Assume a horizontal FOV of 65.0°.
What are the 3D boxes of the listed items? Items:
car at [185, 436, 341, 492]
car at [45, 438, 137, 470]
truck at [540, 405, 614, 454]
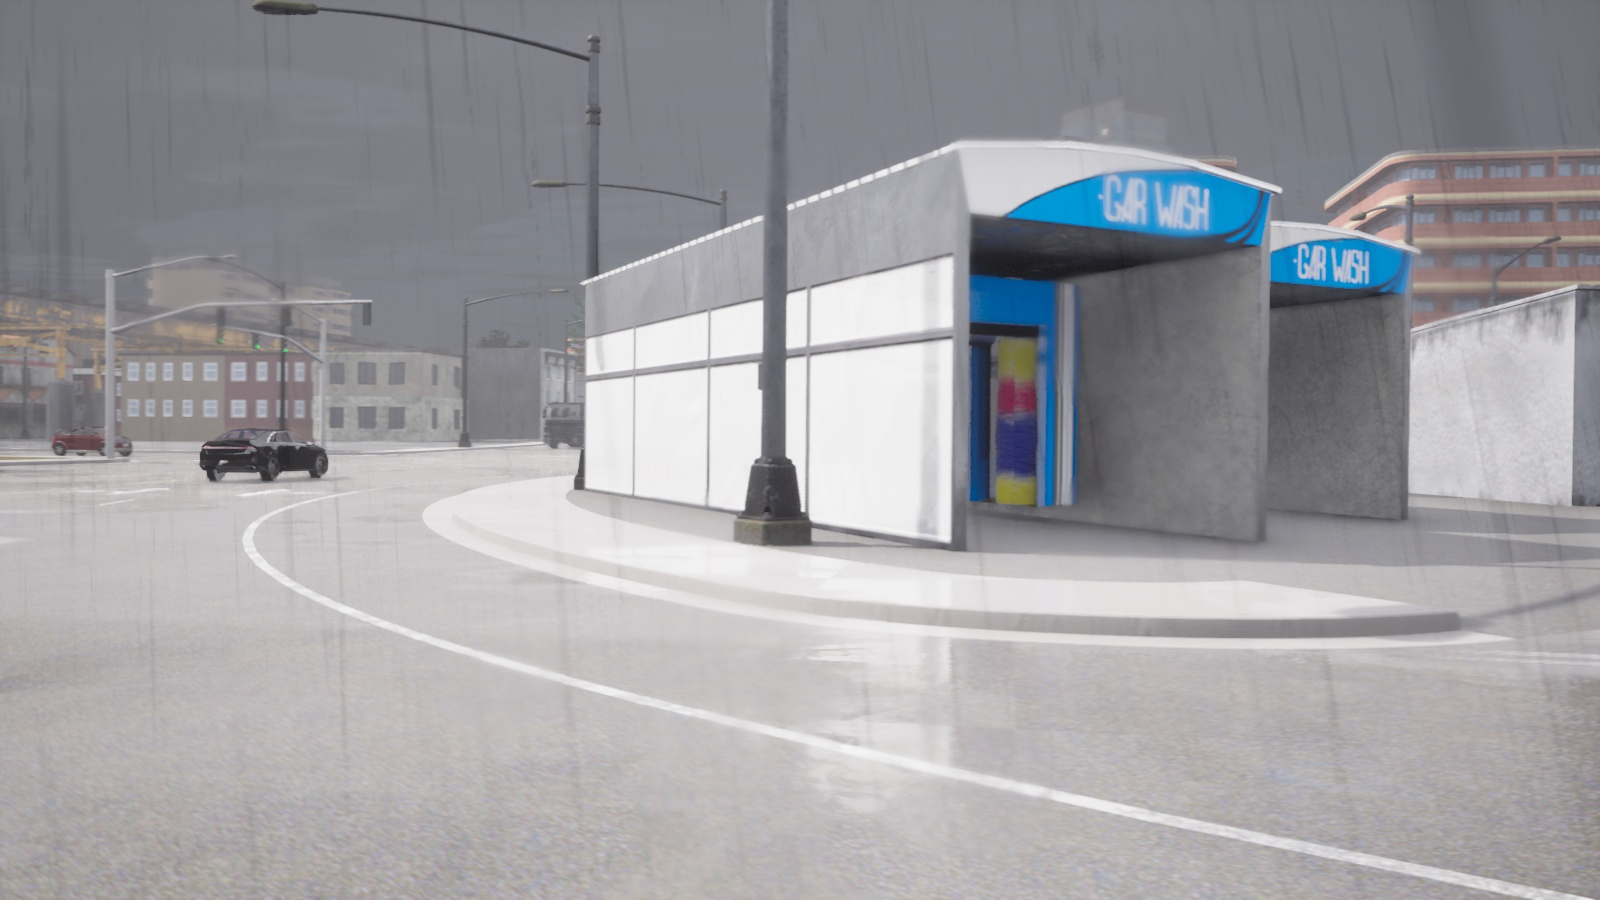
[{"bbox_3d":[-15.453,0.355,36.466,2.128,1.511,4.902,0,1,4],"label":"car"},{"bbox_3d":[-35.829,0.206,63.525,3.705,1.549,1.789,0,1,9],"label":"car"},{"bbox_3d":[-16.356,-1.581,92.783,2.891,3.462,7.936,0,2,9],"label":"truck"}]
